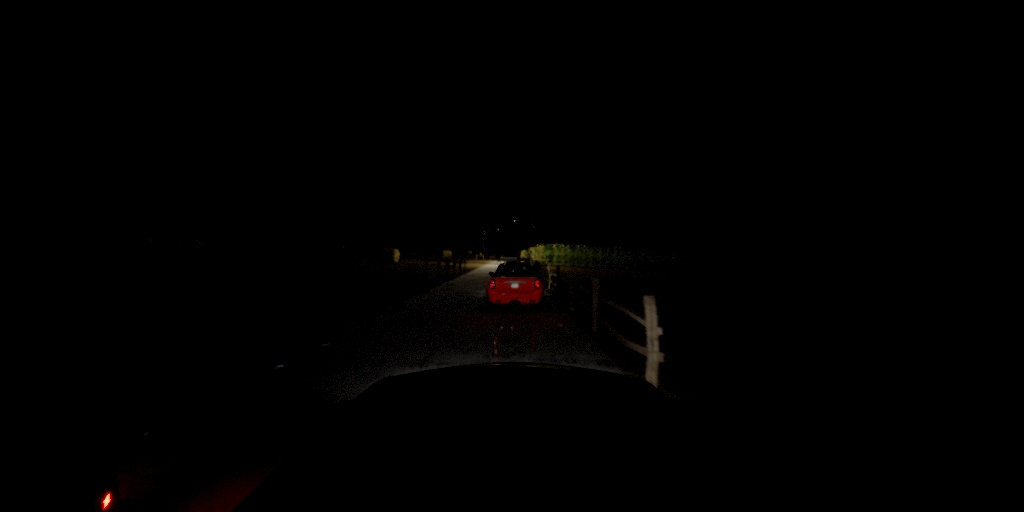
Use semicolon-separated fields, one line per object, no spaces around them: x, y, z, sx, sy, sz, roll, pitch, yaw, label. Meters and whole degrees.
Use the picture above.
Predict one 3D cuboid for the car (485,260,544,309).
0.104;1.027;14.536;2.097;1.767;4.553;0;0;0;car
